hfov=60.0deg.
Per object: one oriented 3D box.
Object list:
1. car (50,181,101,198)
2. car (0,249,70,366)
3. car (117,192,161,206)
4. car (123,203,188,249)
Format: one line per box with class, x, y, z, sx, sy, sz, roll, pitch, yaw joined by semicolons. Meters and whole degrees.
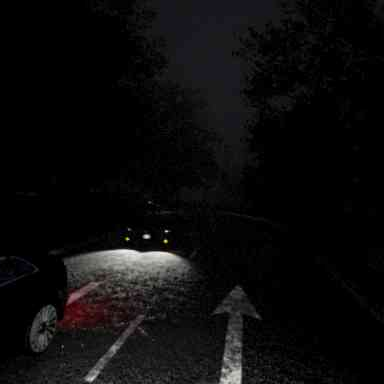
car;-13.049;-0.299;37.483;5.566;2.045;2.150;6;0;11
car;-3.043;1.365;3.173;2.128;1.511;4.902;2;0;9
car;-4.993;0.757;31.108;4.674;1.442;1.812;6;1;32
car;-1.351;1.408;13.960;1.994;1.385;4.181;2;1;8
